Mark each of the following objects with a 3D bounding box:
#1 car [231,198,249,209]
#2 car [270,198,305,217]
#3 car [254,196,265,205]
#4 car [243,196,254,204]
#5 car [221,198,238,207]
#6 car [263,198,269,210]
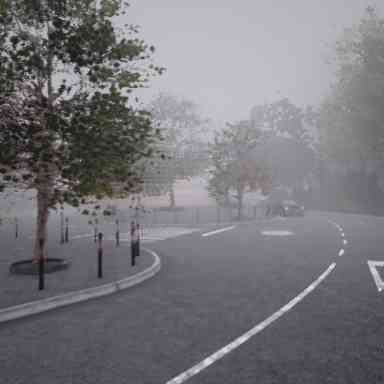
[{"bbox_3d":[6.872,2.038,52.315,1.895,1.301,4.718,0,-1,-11],"label":"car"},{"bbox_3d":[9.812,1.550,33.966,2.097,1.767,4.553,0,-1,-3],"label":"car"},{"bbox_3d":[17.236,2.290,80.088,1.882,1.535,5.008,0,-1,26],"label":"car"},{"bbox_3d":[12.547,2.142,87.934,5.566,2.045,2.435,0,-1,26],"label":"car"},{"bbox_3d":[7.806,2.032,68.443,2.097,1.767,4.553,0,-1,26],"label":"car"},{"bbox_3d":[11.834,1.809,45.048,1.837,1.490,4.892,0,-1,-11],"label":"car"}]
